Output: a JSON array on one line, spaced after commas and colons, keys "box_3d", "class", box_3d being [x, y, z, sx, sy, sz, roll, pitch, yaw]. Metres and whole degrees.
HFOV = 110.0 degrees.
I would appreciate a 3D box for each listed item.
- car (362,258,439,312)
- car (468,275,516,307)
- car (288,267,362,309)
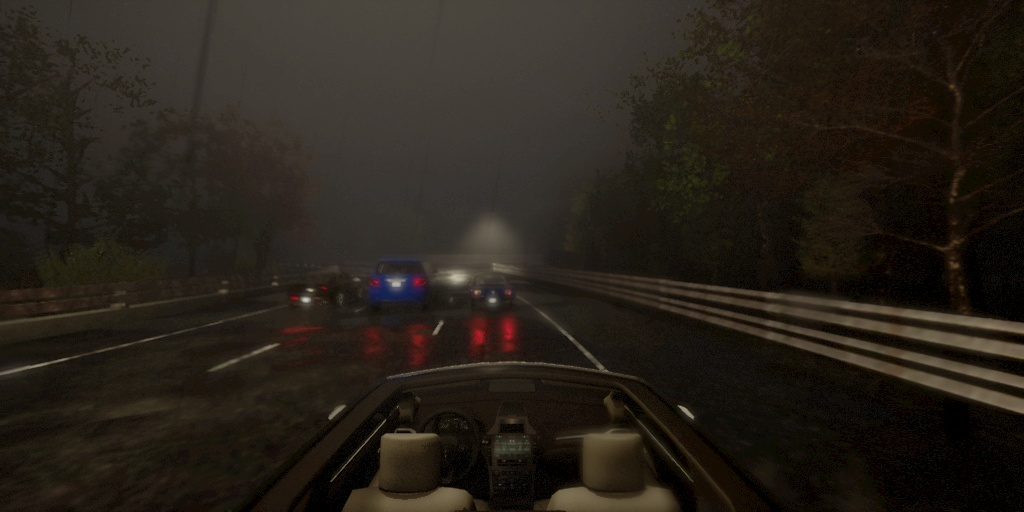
[{"box_3d": [-4.433, 1.121, 15.369, 2.150, 2.045, 5.566, 0, 0, -7], "class": "car"}, {"box_3d": [-1.051, 1.505, 16.464, 1.895, 1.301, 4.718, 0, -1, -8], "class": "car"}, {"box_3d": [-8.033, 1.412, 15.868, 1.837, 1.490, 4.892, 0, 0, -8], "class": "car"}]
